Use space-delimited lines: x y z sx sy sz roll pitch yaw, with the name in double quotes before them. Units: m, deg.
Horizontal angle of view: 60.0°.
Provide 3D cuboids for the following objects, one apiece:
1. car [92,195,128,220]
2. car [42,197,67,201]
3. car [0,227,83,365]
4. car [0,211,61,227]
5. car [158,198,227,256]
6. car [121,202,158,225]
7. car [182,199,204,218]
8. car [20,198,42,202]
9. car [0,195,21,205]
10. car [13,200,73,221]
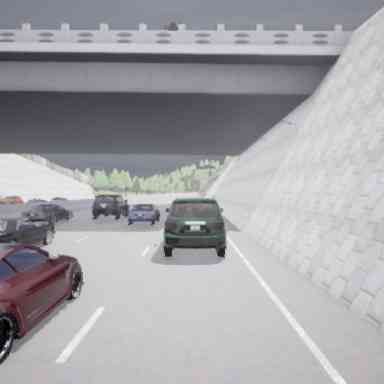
"car" -6.892 1.230 28.626 2.150 2.045 5.566 0 0 0
"car" -21.062 1.521 52.171 1.837 1.490 4.892 0 0 0
"car" -3.403 1.566 5.722 1.994 1.385 4.181 0 0 0
"car" -6.896 1.605 12.494 1.895 1.301 4.718 0 0 0
"car" 0.103 1.225 13.182 2.150 2.045 5.566 0 0 0
"car" -3.394 1.555 24.151 2.033 1.411 5.357 0 0 0
"car" 0.108 1.486 31.175 1.882 1.535 5.008 0 0 0
"car" -24.560 1.579 52.380 1.994 1.385 4.181 0 0 0
"car" -28.053 1.368 51.379 2.097 1.767 4.553 0 0 0
"car" -10.394 1.555 24.151 2.033 1.411 5.357 0 0 0
